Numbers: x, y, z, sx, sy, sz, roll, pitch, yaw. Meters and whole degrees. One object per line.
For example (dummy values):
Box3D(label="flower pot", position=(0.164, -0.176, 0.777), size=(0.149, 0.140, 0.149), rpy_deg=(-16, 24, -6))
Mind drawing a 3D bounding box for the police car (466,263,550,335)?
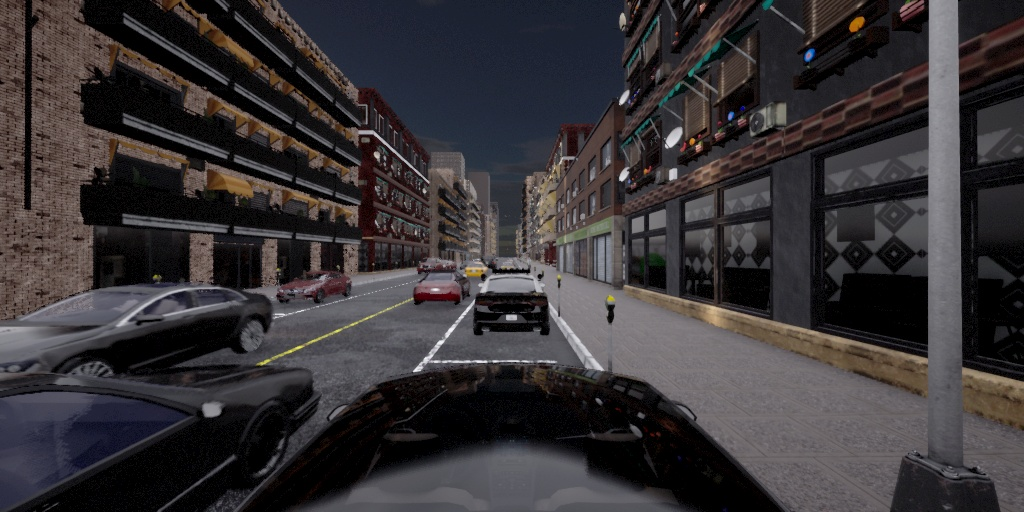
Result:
Box3D(label="police car", position=(-0.011, 1.175, 10.609), size=(1.930, 1.638, 5.238), rpy_deg=(0, 0, 0))

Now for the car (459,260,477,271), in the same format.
Box3D(label="car", position=(-6.146, 1.341, 50.464), size=(1.994, 1.385, 4.181), rpy_deg=(0, 0, 0))

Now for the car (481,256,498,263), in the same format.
Box3D(label="car", position=(-3.044, 0.970, 46.560), size=(2.150, 2.045, 5.566), rpy_deg=(0, 0, 0))

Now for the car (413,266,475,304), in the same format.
Box3D(label="car", position=(-3.045, 1.315, 16.279), size=(1.994, 1.385, 4.181), rpy_deg=(0, 0, 0))

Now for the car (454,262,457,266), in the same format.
Box3D(label="car", position=(-8.837, 1.293, 50.280), size=(1.888, 1.381, 4.507), rpy_deg=(0, 0, 0))

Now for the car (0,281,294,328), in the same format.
Box3D(label="car", position=(-6.246, 1.242, 5.994), size=(2.128, 1.511, 4.902), rpy_deg=(0, 0, 0))

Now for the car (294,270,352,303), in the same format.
Box3D(label="car", position=(-8.837, 1.333, 16.462), size=(1.802, 1.307, 4.207), rpy_deg=(0, 0, 0))

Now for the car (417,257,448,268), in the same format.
Box3D(label="car", position=(-8.837, 1.064, 39.007), size=(2.192, 1.841, 5.009), rpy_deg=(0, 0, 0))

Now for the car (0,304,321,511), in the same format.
Box3D(label="car", position=(-3.045, 1.297, 1.513), size=(2.033, 1.411, 5.357), rpy_deg=(0, 0, 0))

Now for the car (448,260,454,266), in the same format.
Box3D(label="car", position=(-8.837, 1.188, 44.643), size=(1.967, 1.591, 4.097), rpy_deg=(0, 0, 0))

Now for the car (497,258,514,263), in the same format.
Box3D(label="car", position=(-0.456, 1.275, 39.173), size=(1.751, 1.417, 4.829), rpy_deg=(0, 0, 0))

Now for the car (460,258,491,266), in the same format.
Box3D(label="car", position=(-3.145, 1.206, 32.021), size=(1.801, 1.575, 5.366), rpy_deg=(0, 0, 0))
